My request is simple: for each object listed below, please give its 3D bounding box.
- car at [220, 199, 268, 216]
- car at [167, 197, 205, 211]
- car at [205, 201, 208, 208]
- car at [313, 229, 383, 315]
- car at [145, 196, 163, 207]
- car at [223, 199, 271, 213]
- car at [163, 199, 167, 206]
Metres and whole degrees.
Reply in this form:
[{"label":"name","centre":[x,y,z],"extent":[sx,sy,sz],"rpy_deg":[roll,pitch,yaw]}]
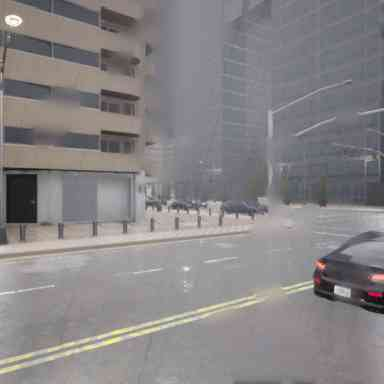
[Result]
[{"label":"car","centre":[4.993,1.491,32.198],"extent":[2.033,1.411,5.357],"rpy_deg":[0,0,-36]},{"label":"car","centre":[-0.828,1.508,40.346],"extent":[1.994,1.385,4.181],"rpy_deg":[0,0,-35]},{"label":"car","centre":[0.156,1.435,45.023],"extent":[2.128,1.511,4.902],"rpy_deg":[0,0,-35]},{"label":"car","centre":[4.440,1.526,6.982],"extent":[4.674,1.442,1.812],"rpy_deg":[0,0,-35]},{"label":"car","centre":[-6.673,1.422,48.662],"extent":[1.882,1.535,5.008],"rpy_deg":[0,0,-35]},{"label":"car","centre":[5.976,1.491,36.801],"extent":[2.033,1.411,5.357],"rpy_deg":[0,0,-36]},{"label":"car","centre":[-5.740,1.449,53.438],"extent":[1.837,1.490,4.892],"rpy_deg":[0,0,-35]}]
